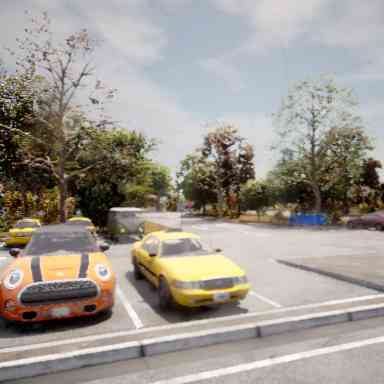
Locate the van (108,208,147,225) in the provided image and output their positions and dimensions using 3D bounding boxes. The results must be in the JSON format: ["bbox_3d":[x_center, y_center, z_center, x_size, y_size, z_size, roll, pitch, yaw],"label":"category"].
[{"bbox_3d":[-4.105,1.979,20.741,1.878,1.987,4.442,0,-2,-21],"label":"van"}]

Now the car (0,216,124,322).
[{"bbox_3d":[-3.175,1.658,8.145,2.185,1.767,4.553,0,-2,-21],"label":"car"}]

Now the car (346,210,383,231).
[{"bbox_3d":[15.330,2.491,28.129,2.002,1.452,4.674,1,-2,-21],"label":"car"}]

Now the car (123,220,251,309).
[{"bbox_3d":[-0.367,1.777,8.967,1.946,1.575,5.366,0,-2,-21],"label":"car"}]
